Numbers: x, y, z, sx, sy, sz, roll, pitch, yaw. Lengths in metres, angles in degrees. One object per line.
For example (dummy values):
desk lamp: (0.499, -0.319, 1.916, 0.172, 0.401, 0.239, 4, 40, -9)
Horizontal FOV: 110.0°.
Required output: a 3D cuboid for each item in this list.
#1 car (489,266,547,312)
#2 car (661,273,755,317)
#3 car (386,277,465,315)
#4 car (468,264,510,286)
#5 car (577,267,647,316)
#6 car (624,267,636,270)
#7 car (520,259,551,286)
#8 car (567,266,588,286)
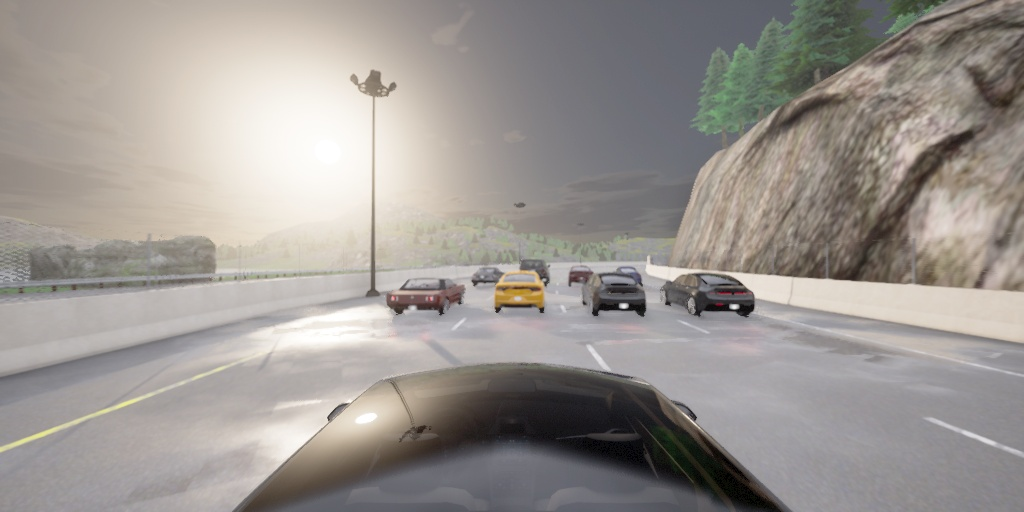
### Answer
car: (0.415, 1.366, 15.036, 1.882, 1.535, 5.008, 0, 0, 5)
car: (7.343, 1.385, 13.945, 1.837, 1.490, 4.892, 0, 0, 5)
car: (-3.167, 1.482, 14.274, 1.895, 1.301, 4.718, 0, -1, 4)
car: (-1.744, 1.572, 28.029, 2.033, 1.411, 5.357, 0, -1, 9)
car: (3.847, 1.387, 14.135, 1.837, 1.490, 4.892, 0, 0, 5)
car: (8.892, 1.549, 27.926, 1.812, 1.442, 4.674, 0, 0, 10)
car: (1.736, 1.245, 27.627, 2.150, 2.045, 5.566, 0, 0, 9)
car: (5.487, 1.509, 28.763, 1.882, 1.535, 5.008, 0, 0, 10)
